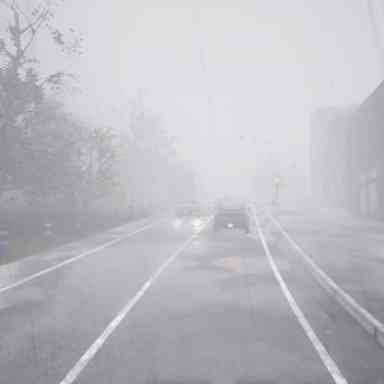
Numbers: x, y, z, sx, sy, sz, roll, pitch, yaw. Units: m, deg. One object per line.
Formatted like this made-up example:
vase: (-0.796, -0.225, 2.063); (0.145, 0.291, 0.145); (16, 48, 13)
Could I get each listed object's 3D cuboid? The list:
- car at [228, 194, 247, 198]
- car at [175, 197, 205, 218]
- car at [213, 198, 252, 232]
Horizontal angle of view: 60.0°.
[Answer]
car: (5.001, 0.930, 36.575); (1.812, 1.442, 4.674); (-1, 1, 8)
car: (-0.065, 1.175, 26.391); (1.837, 1.490, 4.892); (0, 1, 9)
car: (2.230, 1.313, 18.617); (1.837, 1.490, 4.892); (0, 1, 9)
